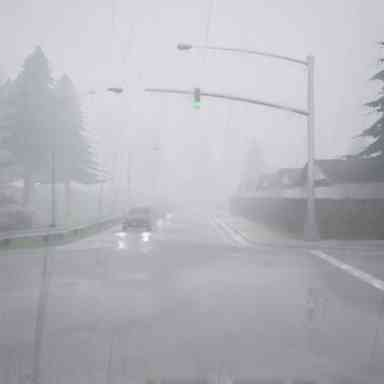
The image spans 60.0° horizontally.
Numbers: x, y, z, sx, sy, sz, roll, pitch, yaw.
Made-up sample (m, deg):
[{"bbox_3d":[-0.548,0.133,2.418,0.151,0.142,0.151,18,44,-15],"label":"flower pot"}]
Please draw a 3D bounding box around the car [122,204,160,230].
[{"bbox_3d":[-3.596,1.785,23.280,1.837,1.490,4.892,0,-1,0],"label":"car"}]

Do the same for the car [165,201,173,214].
[{"bbox_3d":[-3.503,2.028,43.547,1.837,1.490,4.892,0,-1,2],"label":"car"}]

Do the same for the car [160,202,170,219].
[{"bbox_3d":[-3.589,1.963,33.192,1.994,1.385,4.181,0,-1,0],"label":"car"}]
